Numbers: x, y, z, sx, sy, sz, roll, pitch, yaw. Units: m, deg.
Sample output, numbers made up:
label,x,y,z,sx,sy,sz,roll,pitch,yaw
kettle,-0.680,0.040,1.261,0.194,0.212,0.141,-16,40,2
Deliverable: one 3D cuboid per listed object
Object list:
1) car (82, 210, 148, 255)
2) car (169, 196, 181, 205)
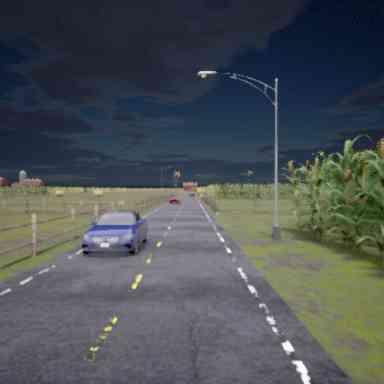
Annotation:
label,x,y,z,sx,sy,sz,roll,pitch,yaw
car,-2.849,1.474,13.180,1.812,1.442,4.674,0,0,0
car,-2.807,1.364,54.794,1.895,1.301,4.718,0,0,1
